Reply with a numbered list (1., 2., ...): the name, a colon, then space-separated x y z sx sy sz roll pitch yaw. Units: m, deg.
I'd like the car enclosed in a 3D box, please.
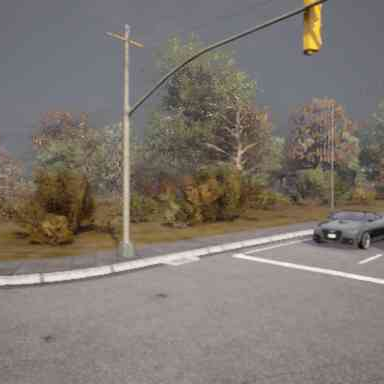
1. car: 6.892 1.486 14.203 4.181 1.385 1.994 -1 1 -42
